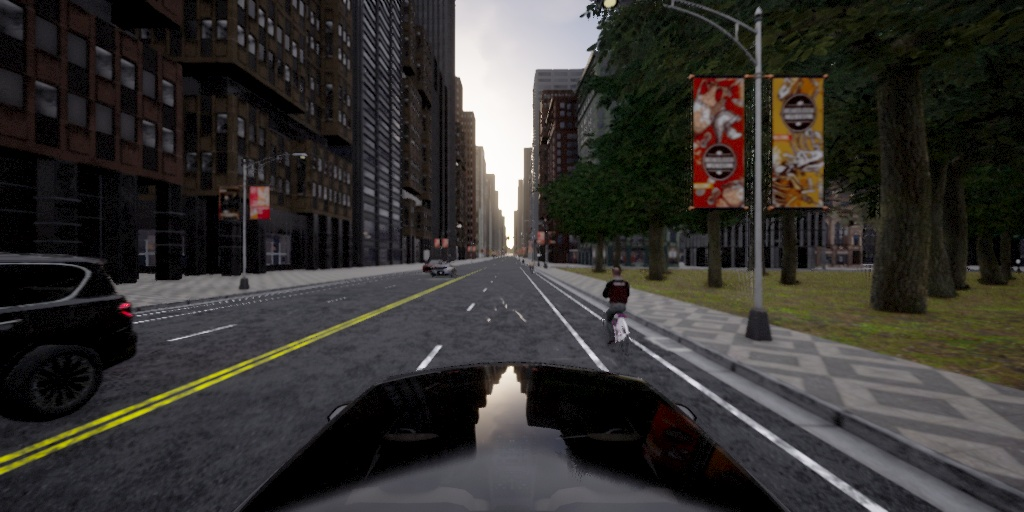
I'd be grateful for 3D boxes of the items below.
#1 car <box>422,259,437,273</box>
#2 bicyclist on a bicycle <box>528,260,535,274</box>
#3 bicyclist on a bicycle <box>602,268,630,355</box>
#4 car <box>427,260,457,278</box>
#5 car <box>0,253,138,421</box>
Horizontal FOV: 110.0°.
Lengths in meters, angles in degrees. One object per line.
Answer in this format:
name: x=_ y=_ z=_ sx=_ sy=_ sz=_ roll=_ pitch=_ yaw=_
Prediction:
car: x=-9.843 y=1.232 z=45.295 sx=2.097 sy=1.767 sz=4.553 roll=0 pitch=0 yaw=0
bicyclist on a bicycle: x=2.243 y=1.298 z=40.887 sx=0.866 sy=1.612 sz=1.509 roll=0 pitch=0 yaw=0
bicyclist on a bicycle: x=2.249 y=1.136 z=7.899 sx=0.659 sy=1.776 sz=1.843 roll=0 pitch=0 yaw=0
car: x=-6.604 y=1.406 z=35.242 sx=1.994 sy=1.385 sz=4.181 roll=0 pitch=0 yaw=0
car: x=-6.601 y=0.975 z=2.911 sx=2.150 sy=2.045 sz=5.566 roll=0 pitch=0 yaw=0
